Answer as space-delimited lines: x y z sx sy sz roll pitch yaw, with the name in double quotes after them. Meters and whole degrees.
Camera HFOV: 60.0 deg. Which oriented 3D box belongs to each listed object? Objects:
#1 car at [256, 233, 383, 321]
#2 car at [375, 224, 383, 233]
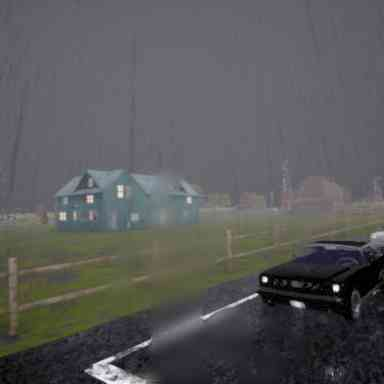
3.468 1.912 8.163 1.895 1.301 4.718 -5 -4 40 "car"
9.983 2.067 15.813 1.895 1.301 4.718 -5 -4 40 "car"
